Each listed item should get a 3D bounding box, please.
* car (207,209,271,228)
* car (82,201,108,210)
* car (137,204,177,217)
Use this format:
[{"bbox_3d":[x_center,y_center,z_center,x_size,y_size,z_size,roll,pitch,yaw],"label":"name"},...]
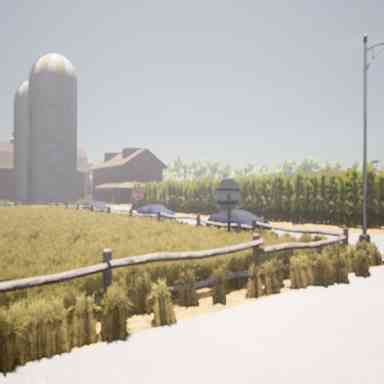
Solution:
[{"bbox_3d":[2.746,1.763,20.095,1.994,1.385,4.181,1,-1,-36],"label":"car"},{"bbox_3d":[-11.771,1.816,40.436,2.033,1.411,5.357,1,0,-36],"label":"car"},{"bbox_3d":[-3.093,1.779,28.236,1.812,1.442,4.674,1,-1,-36],"label":"car"}]
